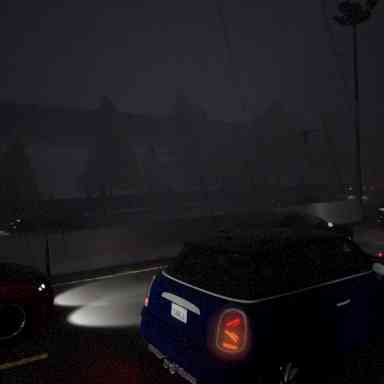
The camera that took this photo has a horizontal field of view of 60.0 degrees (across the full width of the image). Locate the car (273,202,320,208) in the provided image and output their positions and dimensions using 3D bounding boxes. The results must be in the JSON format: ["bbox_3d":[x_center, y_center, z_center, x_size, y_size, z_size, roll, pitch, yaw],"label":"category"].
[{"bbox_3d":[3.058,1.321,10.295,5.008,1.535,1.882,-3,1,-36],"label":"car"}]

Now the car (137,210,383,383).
[{"bbox_3d":[1.581,1.313,4.907,4.553,1.767,2.097,-1,1,-36],"label":"car"}]

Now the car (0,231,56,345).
[{"bbox_3d":[-4.314,1.565,4.975,4.181,1.385,1.994,0,0,-35],"label":"car"}]

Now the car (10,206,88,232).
[{"bbox_3d":[-8.331,1.529,19.577,4.181,1.385,1.994,-1,1,-36],"label":"car"}]

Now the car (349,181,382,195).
[{"bbox_3d":[21.470,-0.549,41.179,4.553,1.767,2.097,-4,2,-36],"label":"car"}]

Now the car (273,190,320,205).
[{"bbox_3d":[8.744,0.614,27.632,4.674,1.442,1.812,-4,2,-36],"label":"car"}]

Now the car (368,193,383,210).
[{"bbox_3d":[10.679,0.865,15.816,4.902,1.511,2.128,-4,2,-36],"label":"car"}]
